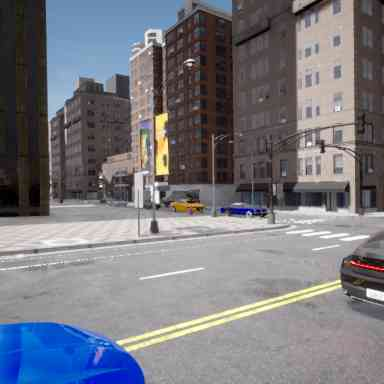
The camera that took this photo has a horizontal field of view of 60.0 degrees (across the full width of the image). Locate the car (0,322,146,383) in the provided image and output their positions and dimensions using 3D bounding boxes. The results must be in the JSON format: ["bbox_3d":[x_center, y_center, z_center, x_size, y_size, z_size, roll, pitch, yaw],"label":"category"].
[{"bbox_3d":[-2.596,1.478,1.589,5.008,1.535,1.882,0,0,-35],"label":"car"}]

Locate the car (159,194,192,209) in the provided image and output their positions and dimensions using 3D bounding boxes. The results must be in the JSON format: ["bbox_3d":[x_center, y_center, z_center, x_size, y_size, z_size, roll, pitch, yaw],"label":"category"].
[{"bbox_3d":[-1.921,1.312,45.838,2.150,2.045,5.566,-1,1,-35],"label":"car"}]

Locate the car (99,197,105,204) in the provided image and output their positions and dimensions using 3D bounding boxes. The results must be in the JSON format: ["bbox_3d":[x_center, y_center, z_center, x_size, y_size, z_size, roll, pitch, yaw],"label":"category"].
[{"bbox_3d":[-17.217,1.736,67.568,2.033,1.411,5.357,-1,0,-35],"label":"car"}]

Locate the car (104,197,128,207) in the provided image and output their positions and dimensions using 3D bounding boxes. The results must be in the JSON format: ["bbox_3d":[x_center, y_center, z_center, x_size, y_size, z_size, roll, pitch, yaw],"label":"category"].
[{"bbox_3d":[-12.386,1.795,55.234,1.895,1.301,4.718,-1,0,-35],"label":"car"}]

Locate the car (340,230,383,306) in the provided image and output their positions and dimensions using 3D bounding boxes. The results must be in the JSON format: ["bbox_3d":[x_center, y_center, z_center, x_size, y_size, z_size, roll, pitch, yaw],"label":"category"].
[{"bbox_3d":[5.095,1.503,7.078,4.892,1.490,1.837,0,0,-36],"label":"car"}]

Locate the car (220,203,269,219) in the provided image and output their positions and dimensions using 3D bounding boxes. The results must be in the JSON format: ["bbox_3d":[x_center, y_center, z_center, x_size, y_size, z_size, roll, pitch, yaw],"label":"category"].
[{"bbox_3d":[4.798,1.691,30.753,1.895,1.301,4.718,-1,0,-35],"label":"car"}]

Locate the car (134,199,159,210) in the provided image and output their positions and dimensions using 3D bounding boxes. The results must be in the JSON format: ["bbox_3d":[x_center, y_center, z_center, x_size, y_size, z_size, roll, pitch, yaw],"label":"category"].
[{"bbox_3d":[-6.241,1.703,46.439,2.033,1.411,5.357,-1,1,-35],"label":"car"}]

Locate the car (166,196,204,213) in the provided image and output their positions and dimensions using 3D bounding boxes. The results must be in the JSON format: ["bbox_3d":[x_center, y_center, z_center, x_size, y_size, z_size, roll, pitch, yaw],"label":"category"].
[{"bbox_3d":[-0.556,1.599,38.357,1.882,1.535,5.008,-1,0,-35],"label":"car"}]
